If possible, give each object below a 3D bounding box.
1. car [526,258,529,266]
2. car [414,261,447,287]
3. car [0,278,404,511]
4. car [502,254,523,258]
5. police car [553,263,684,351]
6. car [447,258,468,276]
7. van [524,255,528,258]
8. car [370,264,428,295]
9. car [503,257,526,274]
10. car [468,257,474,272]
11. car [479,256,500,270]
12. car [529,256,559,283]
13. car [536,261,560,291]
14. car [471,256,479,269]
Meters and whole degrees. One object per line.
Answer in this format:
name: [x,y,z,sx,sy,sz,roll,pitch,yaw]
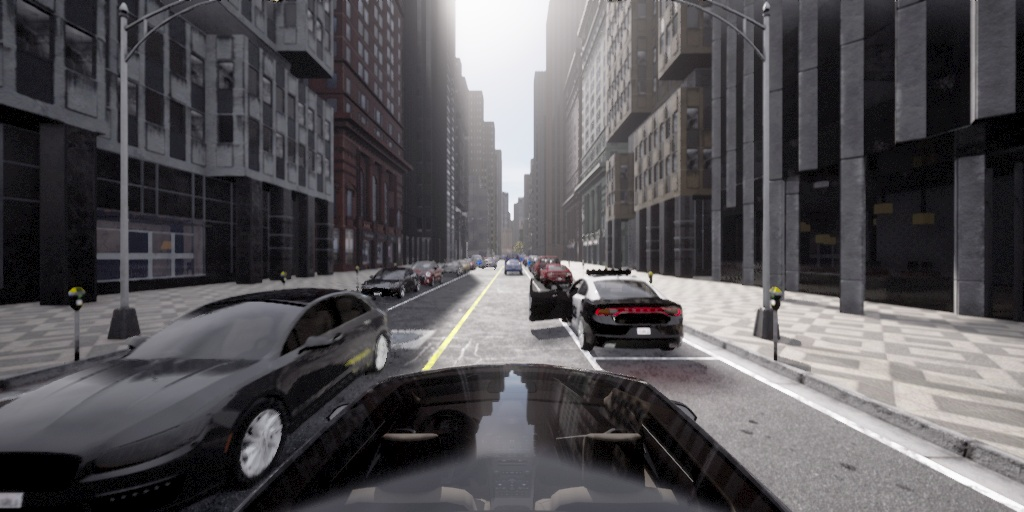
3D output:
car: [2.822,1.124,40.044,1.948,1.339,4.313,0,0,0]
car: [-5.730,1.082,23.138,1.967,1.591,4.097,0,0,0]
car: [-3.097,1.240,4.631,1.837,1.490,4.892,0,0,0]
car: [0.109,0.735,48.948,2.150,2.045,5.566,0,0,1]
police car: [2.377,1.138,9.038,1.930,1.638,5.238,0,0,0]
car: [-5.712,1.137,34.410,2.007,1.370,4.403,0,0,0]
van: [2.831,0.871,45.681,1.690,1.789,3.998,0,0,0]
car: [-5.738,1.237,17.502,1.948,1.339,4.313,0,0,0]
car: [0.133,1.120,37.163,2.033,1.411,5.357,0,0,0]
car: [-5.703,1.084,39.876,1.751,1.417,4.829,0,0,0]
car: [-2.930,0.995,46.945,1.994,1.385,4.181,0,0,0]
car: [2.804,0.929,28.771,2.192,1.841,5.009,0,0,0]
car: [2.796,1.187,23.134,1.888,1.381,4.507,0,0,0]
car: [-5.694,0.970,45.683,1.967,1.591,4.097,0,0,0]
